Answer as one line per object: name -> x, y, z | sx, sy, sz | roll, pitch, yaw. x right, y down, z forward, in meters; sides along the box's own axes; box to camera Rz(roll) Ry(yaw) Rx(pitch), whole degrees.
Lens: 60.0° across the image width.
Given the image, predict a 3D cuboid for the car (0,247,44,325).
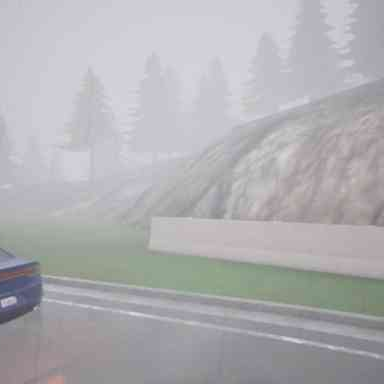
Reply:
car -> -5.032, 1.553, 6.096 | 5.008, 1.535, 1.882 | -1, 0, 25
